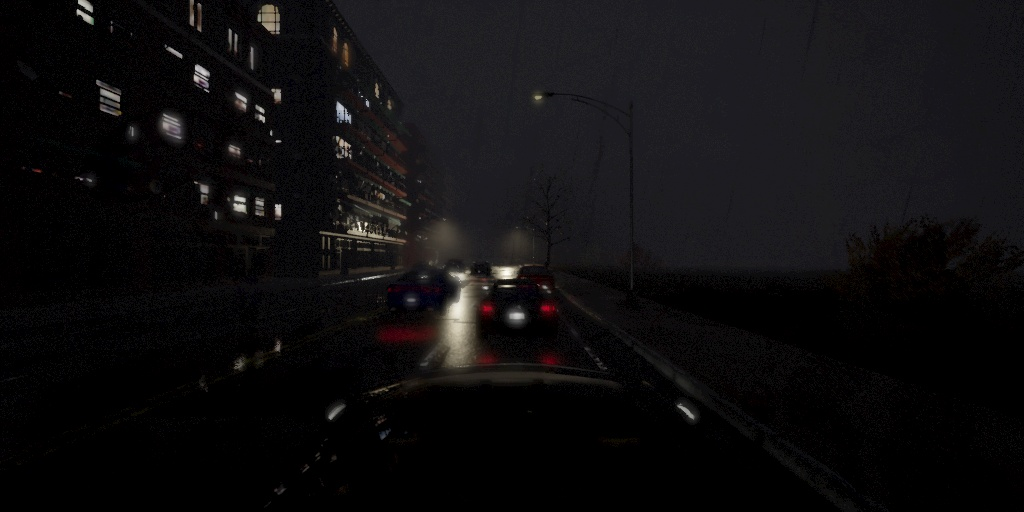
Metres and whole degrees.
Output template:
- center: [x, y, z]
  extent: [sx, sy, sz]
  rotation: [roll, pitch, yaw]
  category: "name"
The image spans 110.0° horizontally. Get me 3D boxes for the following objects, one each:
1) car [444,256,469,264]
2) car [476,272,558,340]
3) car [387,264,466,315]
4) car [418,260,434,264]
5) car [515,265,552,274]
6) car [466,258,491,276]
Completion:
- center: [-6.572, 1.104, 40.946]
  extent: [2.097, 1.767, 4.553]
  rotation: [0, 0, 0]
  category: "car"
- center: [0.107, 1.315, 10.018]
  extent: [1.994, 1.385, 4.181]
  rotation: [0, 0, 0]
  category: "car"
- center: [-3.143, 1.229, 13.655]
  extent: [1.882, 1.535, 5.008]
  rotation: [0, 0, 0]
  category: "car"
- center: [-9.824, 1.243, 40.118]
  extent: [2.128, 1.511, 4.902]
  rotation: [0, 0, 0]
  category: "car"
- center: [1.149, 1.230, 18.938]
  extent: [1.882, 1.535, 5.008]
  rotation: [0, 0, 0]
  category: "car"
- center: [-3.125, 1.245, 36.638]
  extent: [2.128, 1.511, 4.902]
  rotation: [0, 0, 0]
  category: "car"
